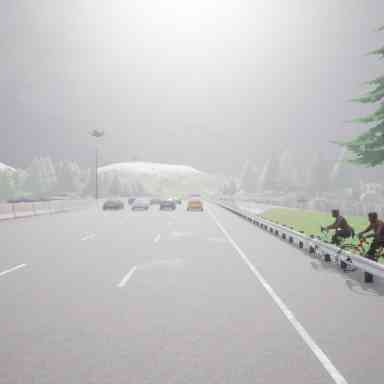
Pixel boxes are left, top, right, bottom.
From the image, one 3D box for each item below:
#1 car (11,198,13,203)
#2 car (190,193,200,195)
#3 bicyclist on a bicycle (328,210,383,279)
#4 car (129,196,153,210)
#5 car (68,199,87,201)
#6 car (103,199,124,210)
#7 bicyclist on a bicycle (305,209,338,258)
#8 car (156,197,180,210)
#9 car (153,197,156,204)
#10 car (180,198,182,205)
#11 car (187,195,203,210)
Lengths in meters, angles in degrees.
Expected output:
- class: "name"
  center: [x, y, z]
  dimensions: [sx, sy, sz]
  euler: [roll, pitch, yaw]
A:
- class: "car"
  center: [-31.098, 1.510, 59.483]
  dimensions: [1.882, 1.535, 5.008]
  euler: [0, 0, 1]
- class: "car"
  center: [0.510, 1.250, 58.102]
  dimensions: [2.150, 2.045, 5.566]
  euler: [0, 0, 0]
- class: "bicyclist on a bicycle"
  center: [4.537, 1.338, 8.368]
  dimensions: [1.656, 1.620, 0.582]
  euler: [12, 3, 0]
- class: "car"
  center: [-6.612, 1.535, 43.221]
  dimensions: [1.812, 1.442, 4.674]
  euler: [0, 0, -1]
- class: "car"
  center: [-20.616, 1.566, 60.790]
  dimensions: [1.812, 1.442, 4.674]
  euler: [0, 0, 1]
- class: "car"
  center: [-10.107, 1.574, 43.067]
  dimensions: [1.994, 1.385, 4.181]
  euler: [0, 0, 0]
- class: "bicyclist on a bicycle"
  center: [4.438, 1.370, 10.267]
  dimensions: [1.656, 1.620, 0.582]
  euler: [11, 3, 15]
- class: "car"
  center: [-3.102, 1.501, 43.553]
  dimensions: [2.128, 1.511, 4.902]
  euler: [0, 0, 0]
- class: "car"
  center: [-6.472, 1.601, 60.326]
  dimensions: [1.994, 1.385, 4.181]
  euler: [0, 0, 1]
- class: "car"
  center: [-2.960, 1.611, 61.786]
  dimensions: [1.994, 1.385, 4.181]
  euler: [0, 0, 1]
- class: "car"
  center: [0.389, 1.487, 42.594]
  dimensions: [1.882, 1.535, 5.008]
  euler: [0, 0, 0]
